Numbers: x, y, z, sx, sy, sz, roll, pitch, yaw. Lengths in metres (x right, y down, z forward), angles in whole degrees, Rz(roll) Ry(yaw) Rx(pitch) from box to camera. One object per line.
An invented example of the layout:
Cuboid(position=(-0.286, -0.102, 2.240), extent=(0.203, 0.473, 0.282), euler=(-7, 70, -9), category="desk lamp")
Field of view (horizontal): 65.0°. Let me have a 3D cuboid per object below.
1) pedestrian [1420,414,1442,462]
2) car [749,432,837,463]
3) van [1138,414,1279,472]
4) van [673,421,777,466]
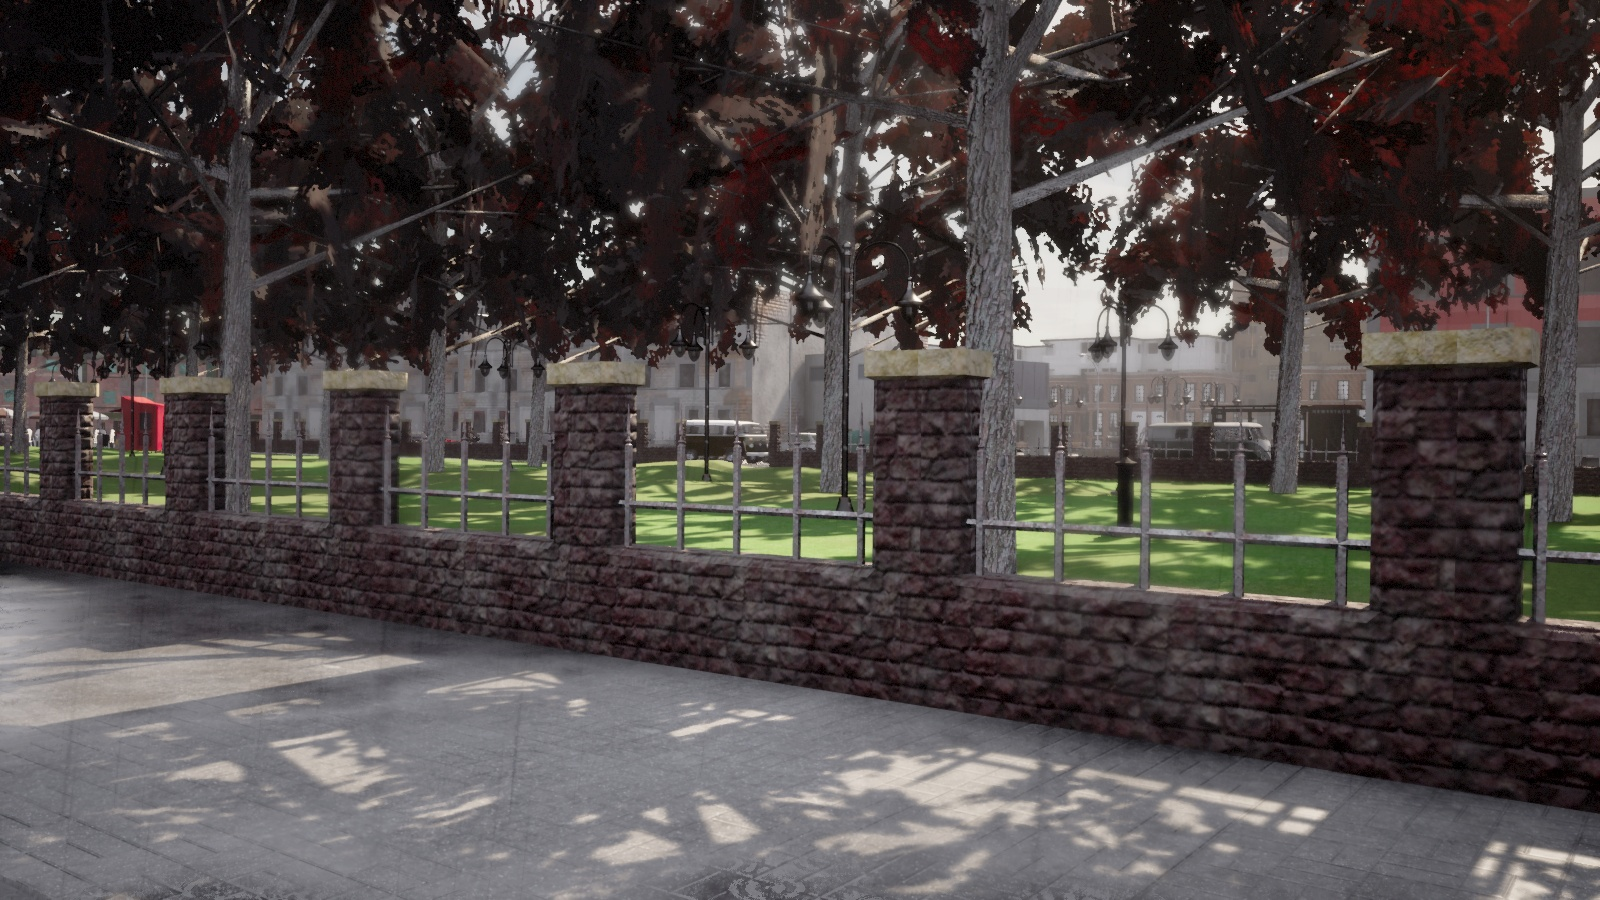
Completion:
Cuboid(position=(24.566, -0.448, 48.860), extent=(0.720, 1.854, 0.376), euler=(0, 1, 34), category="pedestrian")
Cuboid(position=(-0.337, -0.130, 60.795), extent=(3.806, 1.475, 1.970), euler=(0, 1, 36), category="car")
Cuboid(position=(14.553, -0.260, 44.835), extent=(4.442, 1.987, 1.775), euler=(0, 1, 36), category="van")
Cuboid(position=(-3.502, -0.307, 58.154), extent=(4.480, 2.038, 2.069), euler=(0, 1, 36), category="van")
